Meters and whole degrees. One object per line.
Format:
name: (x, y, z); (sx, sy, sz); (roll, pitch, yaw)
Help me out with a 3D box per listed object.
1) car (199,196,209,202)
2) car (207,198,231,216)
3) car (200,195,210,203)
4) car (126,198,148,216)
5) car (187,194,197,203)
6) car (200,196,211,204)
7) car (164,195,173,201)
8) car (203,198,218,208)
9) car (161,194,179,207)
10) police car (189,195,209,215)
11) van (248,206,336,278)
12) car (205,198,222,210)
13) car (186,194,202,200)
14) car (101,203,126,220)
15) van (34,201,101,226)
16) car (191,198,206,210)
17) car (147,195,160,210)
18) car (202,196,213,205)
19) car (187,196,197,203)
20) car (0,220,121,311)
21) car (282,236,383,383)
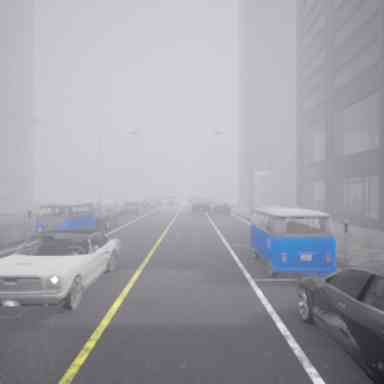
car: (2.743, 1.553, 77.567); (2.008, 1.369, 4.403); (0, 0, 0)
car: (2.752, 1.557, 32.441); (1.887, 1.381, 4.507); (0, 0, 0)
car: (2.744, 1.446, 71.926); (1.967, 1.590, 4.097); (0, 0, 0)
car: (-5.773, 1.578, 32.436); (1.947, 1.339, 4.313); (0, 0, 0)
car: (0.737, 1.365, 50.146); (2.097, 1.767, 4.553); (0, 0, 0)
car: (2.745, 1.560, 66.285); (2.008, 1.369, 4.403); (0, 0, 0)
car: (-5.784, 1.549, 83.205); (2.008, 1.369, 4.403); (0, 0, 0)
car: (2.749, 1.580, 49.362); (1.947, 1.339, 4.313); (0, 0, 0)
car: (-3.088, 1.366, 50.923); (2.097, 1.767, 4.553); (0, 0, 0)
police car: (0.879, 1.440, 34.286); (1.930, 1.638, 5.238); (0, 0, 0)
van: (2.756, 1.345, 9.878); (1.690, 1.788, 3.998); (0, 0, 0)
car: (2.750, 1.565, 43.722); (2.008, 1.369, 4.403); (0, 0, 0)
car: (0.546, 1.289, 90.721); (1.882, 1.535, 5.008); (0, 0, 32)
car: (-5.771, 1.553, 21.155); (1.887, 1.381, 4.507); (0, 0, 0)
van: (-5.770, 1.347, 15.514); (1.690, 1.788, 3.998); (0, 0, 0)
car: (0.826, 1.519, 44.176); (1.837, 1.490, 4.892); (0, 0, 0)
car: (-5.776, 1.454, 43.718); (1.967, 1.590, 4.097); (0, 0, 0)
car: (2.746, 1.536, 60.814); (1.752, 1.417, 4.829); (0, 0, 0)
car: (-0.015, 1.463, 68.677); (2.033, 1.411, 5.357); (0, 0, 0)
car: (-3.103, 1.604, 7.898); (1.895, 1.301, 4.718); (0, 0, 0)
car: (2.759, 1.568, 4.237); (1.947, 1.339, 4.313); (0, 0, 0)
